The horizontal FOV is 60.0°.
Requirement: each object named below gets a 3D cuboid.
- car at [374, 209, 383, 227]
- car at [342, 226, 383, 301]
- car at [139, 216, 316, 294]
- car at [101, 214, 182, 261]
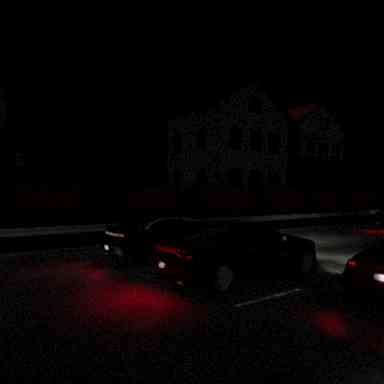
[{"bbox_3d":[14.342,1.650,22.571,5.008,1.535,1.882,0,0,-35],"label":"car"},{"bbox_3d":[5.270,1.624,7.503,4.181,1.385,1.994,0,0,-36],"label":"car"},{"bbox_3d":[1.327,1.521,8.991,5.008,1.535,1.882,0,0,-35],"label":"car"},{"bbox_3d":[-0.709,1.535,11.837,4.902,1.511,2.128,0,0,-36],"label":"car"}]
